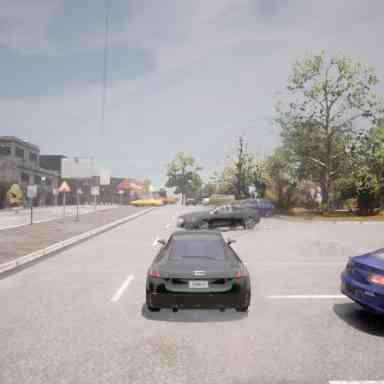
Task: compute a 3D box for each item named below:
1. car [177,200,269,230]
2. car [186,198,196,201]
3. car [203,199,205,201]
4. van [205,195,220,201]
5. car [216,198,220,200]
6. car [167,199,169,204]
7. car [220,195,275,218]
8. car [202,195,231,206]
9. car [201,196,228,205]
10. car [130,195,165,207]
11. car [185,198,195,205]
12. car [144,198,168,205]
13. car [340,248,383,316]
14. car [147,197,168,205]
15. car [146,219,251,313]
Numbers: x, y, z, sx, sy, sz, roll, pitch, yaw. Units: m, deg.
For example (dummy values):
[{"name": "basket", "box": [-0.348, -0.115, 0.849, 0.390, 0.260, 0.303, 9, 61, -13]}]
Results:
[{"name": "car", "box": [1.502, 1.405, 18.458, 4.902, 1.511, 2.128, 0, -1, -27]}, {"name": "car", "box": [-0.175, 1.946, 64.671, 1.812, 1.442, 4.674, 0, -1, -1]}, {"name": "car", "box": [5.071, 1.722, 56.926, 5.366, 1.575, 1.946, 0, -1, 0]}, {"name": "van", "box": [4.792, 1.448, 54.134, 4.442, 1.987, 1.878, 0, -1, 0]}, {"name": "car", "box": [5.054, 1.552, 33.337, 4.674, 1.452, 2.002, 0, 0, 0]}, {"name": "car", "box": [-7.445, 1.707, 66.824, 5.566, 2.045, 2.435, 0, -2, -1]}, {"name": "car", "box": [5.126, 1.382, 30.167, 4.553, 1.767, 2.185, 0, 0, 0]}, {"name": "car", "box": [4.787, 1.666, 65.306, 5.566, 2.045, 2.435, 0, -2, -1]}, {"name": "car", "box": [4.716, 1.831, 70.765, 5.566, 2.045, 2.435, 0, -2, -1]}, {"name": "car", "box": [-7.549, 1.678, 54.674, 5.366, 1.575, 1.946, 0, -1, 0]}, {"name": "car", "box": [-0.367, 2.203, 74.544, 1.882, 1.535, 5.008, 0, -2, 2]}, {"name": "car", "box": [-7.507, 2.048, 69.733, 5.008, 1.535, 2.097, 0, -2, -1]}, {"name": "car", "box": [5.084, 1.525, 5.831, 4.674, 1.452, 2.002, 0, 0, 0]}, {"name": "car", "box": [-7.520, 2.017, 72.771, 4.553, 1.767, 2.185, 0, -2, -1]}, {"name": "car", "box": [0.109, 1.571, 7.779, 1.994, 1.385, 4.181, 0, 0, 0]}]
